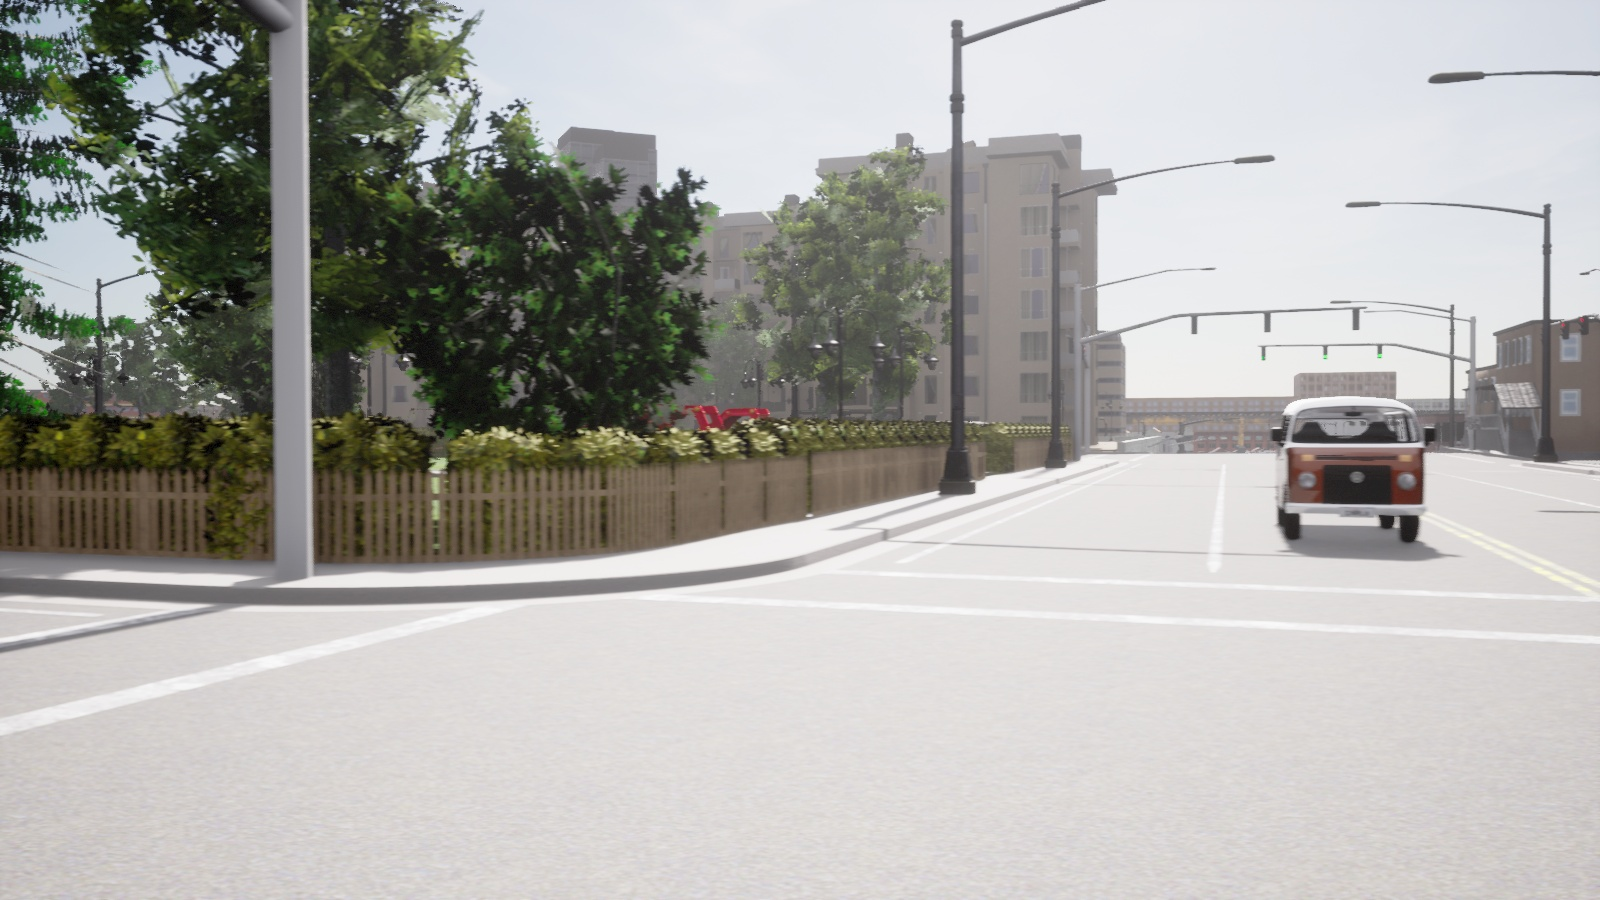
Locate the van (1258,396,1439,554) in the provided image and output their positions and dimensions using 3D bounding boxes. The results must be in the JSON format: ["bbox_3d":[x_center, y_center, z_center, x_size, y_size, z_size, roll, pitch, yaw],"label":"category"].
[{"bbox_3d":[7.936,0.282,18.590,2.069,2.038,4.480,1,1,19],"label":"van"}]
